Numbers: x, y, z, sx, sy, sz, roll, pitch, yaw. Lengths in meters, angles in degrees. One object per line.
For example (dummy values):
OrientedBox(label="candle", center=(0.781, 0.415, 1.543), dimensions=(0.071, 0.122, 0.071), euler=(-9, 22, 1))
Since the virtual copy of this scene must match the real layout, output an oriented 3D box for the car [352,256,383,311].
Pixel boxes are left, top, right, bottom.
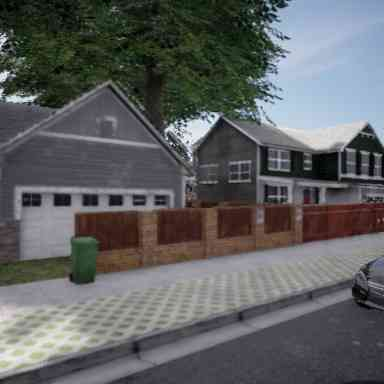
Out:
OrientedBox(label="car", center=(5.149, 1.527, 6.685), dimensions=(4.674, 1.442, 1.812), euler=(0, 0, -35))
